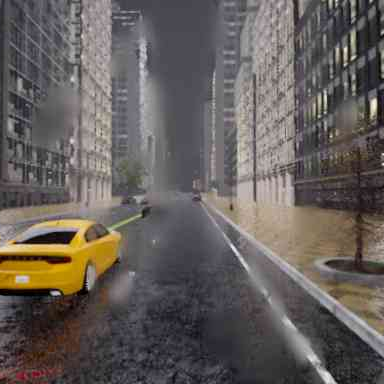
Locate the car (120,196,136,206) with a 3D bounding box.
[{"bbox_3d":[-9.778,1.375,51.542,1.837,1.490,4.892,0,0,0],"label":"car"}]

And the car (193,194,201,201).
[{"bbox_3d":[1.025,1.266,75.986,1.801,1.575,5.366,0,0,0],"label":"car"}]

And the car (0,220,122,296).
[{"bbox_3d":[-3.133,1.456,8.626,1.882,1.535,5.008,0,0,0],"label":"car"}]

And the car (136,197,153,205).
[{"bbox_3d":[-6.531,1.423,49.603,2.033,1.411,5.357,0,0,0],"label":"car"}]

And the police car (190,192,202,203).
[{"bbox_3d":[1.019,1.260,65.904,1.930,1.638,5.238,0,0,0],"label":"police car"}]

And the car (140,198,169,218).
[{"bbox_3d":[-3.130,1.491,28.791,1.994,1.385,4.181,0,0,0],"label":"car"}]
